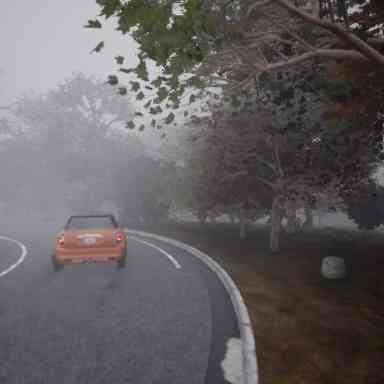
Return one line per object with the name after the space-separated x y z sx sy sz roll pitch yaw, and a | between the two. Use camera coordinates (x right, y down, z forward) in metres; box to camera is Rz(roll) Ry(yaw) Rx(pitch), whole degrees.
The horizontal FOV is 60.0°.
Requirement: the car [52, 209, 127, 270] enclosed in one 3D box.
-3.413 1.429 11.589 2.097 1.767 4.553 0 0 -13 | car
